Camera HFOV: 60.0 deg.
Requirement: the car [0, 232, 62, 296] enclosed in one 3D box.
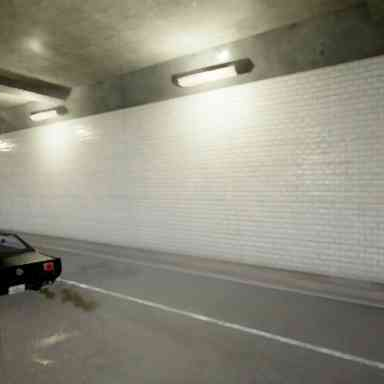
[{"bbox_3d":[-5.159,1.571,7.672,4.718,1.301,1.895,0,0,35],"label":"car"}]
